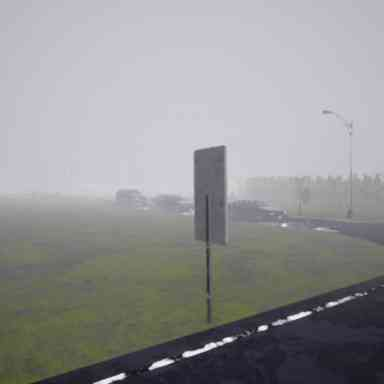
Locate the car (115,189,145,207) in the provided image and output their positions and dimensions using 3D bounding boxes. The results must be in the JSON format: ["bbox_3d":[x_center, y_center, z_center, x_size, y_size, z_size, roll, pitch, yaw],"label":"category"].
[{"bbox_3d":[-7.630,0.659,41.285,2.150,2.045,5.566,-1,1,-36],"label":"car"}]

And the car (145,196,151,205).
[{"bbox_3d":[-3.358,0.927,40.376,1.882,1.535,5.008,-1,1,-36],"label":"car"}]

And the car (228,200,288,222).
[{"bbox_3d":[4.381,1.294,24.550,2.033,1.411,5.357,-1,1,-36],"label":"car"}]

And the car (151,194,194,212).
[{"bbox_3d":[-1.619,1.141,32.900,2.033,1.411,5.357,-1,1,-36],"label":"car"}]
